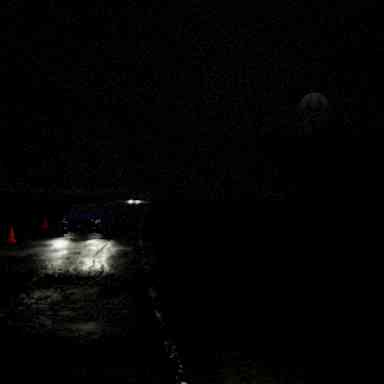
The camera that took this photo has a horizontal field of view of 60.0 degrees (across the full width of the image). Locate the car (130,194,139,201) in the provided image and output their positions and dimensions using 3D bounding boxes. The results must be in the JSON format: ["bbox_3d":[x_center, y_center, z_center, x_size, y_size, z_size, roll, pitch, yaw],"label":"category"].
[{"bbox_3d":[-12.478,1.152,71.908,1.895,1.301,4.718,2,0,-12],"label":"car"}]

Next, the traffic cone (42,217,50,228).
[{"bbox_3d":[-8.161,1.708,18.551,0.340,0.580,0.340,2,0,-8],"label":"traffic cone"}]

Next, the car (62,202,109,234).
[{"bbox_3d":[-5.632,1.305,18.045,1.882,1.535,5.008,2,0,-8],"label":"car"}]

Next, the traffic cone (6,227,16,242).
[{"bbox_3d":[-7.363,1.737,13.553,0.340,0.580,0.340,2,0,-10],"label":"traffic cone"}]
